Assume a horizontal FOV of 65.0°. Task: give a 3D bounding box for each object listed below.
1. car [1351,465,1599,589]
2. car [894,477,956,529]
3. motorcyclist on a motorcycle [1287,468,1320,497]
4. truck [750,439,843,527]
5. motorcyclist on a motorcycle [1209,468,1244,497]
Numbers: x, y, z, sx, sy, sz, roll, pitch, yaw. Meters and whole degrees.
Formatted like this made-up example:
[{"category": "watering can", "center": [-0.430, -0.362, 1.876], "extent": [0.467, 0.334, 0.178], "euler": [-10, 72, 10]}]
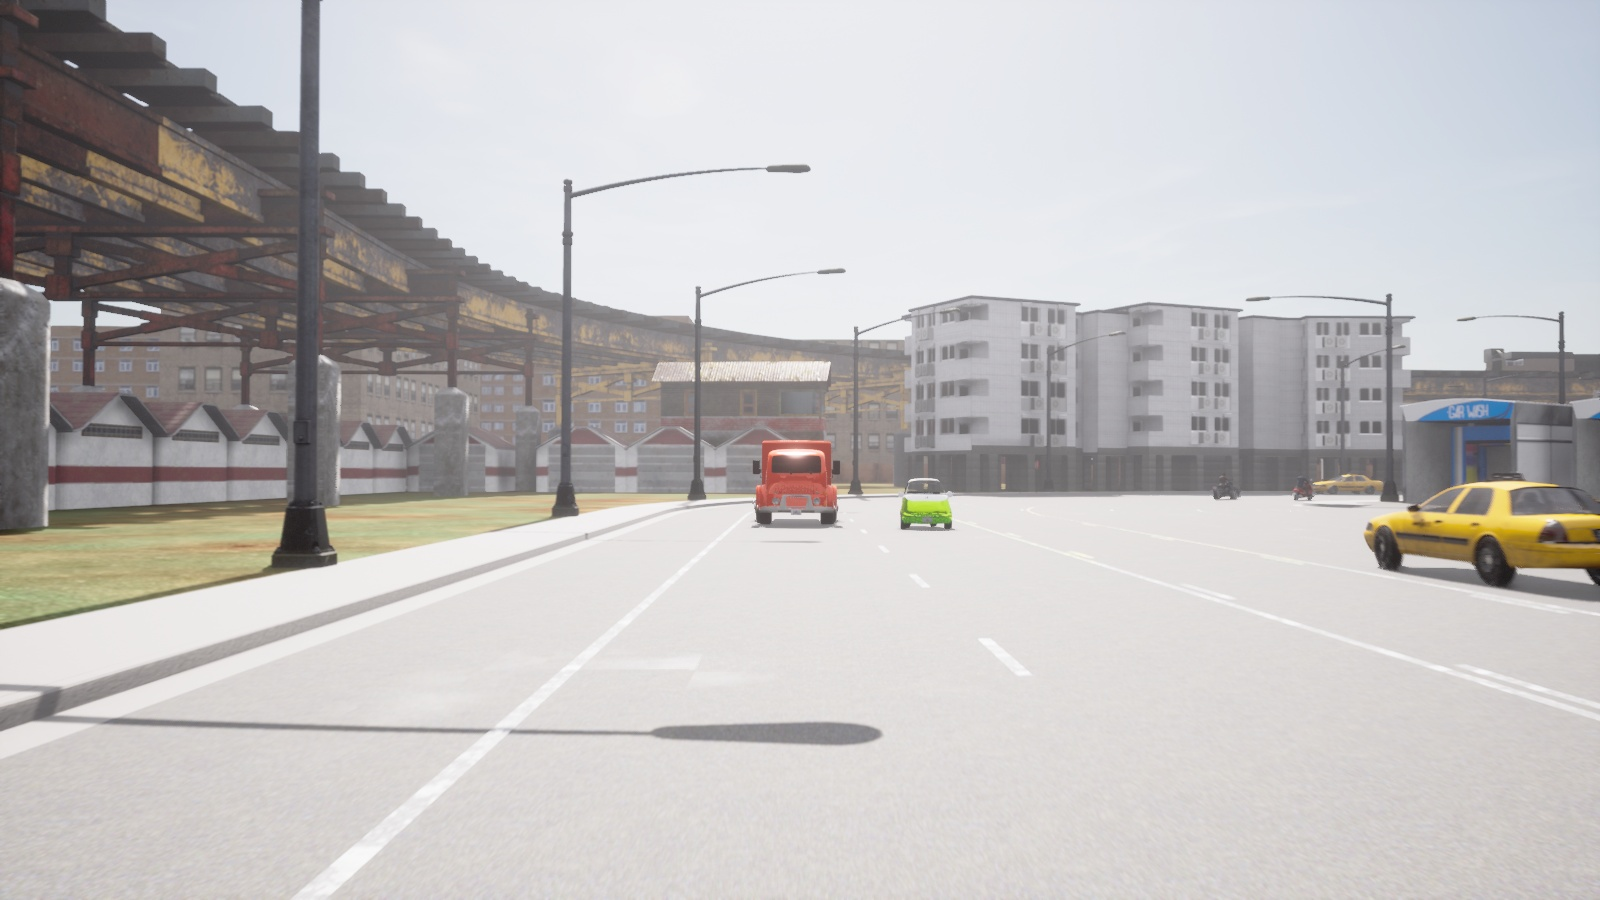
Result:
[{"category": "car", "center": [10.363, 1.025, 18.691], "extent": [1.801, 1.575, 5.366], "euler": [0, -1, -2]}, {"category": "car", "center": [3.414, 1.435, 34.599], "extent": [1.481, 1.376, 2.207], "euler": [0, -1, 0]}, {"category": "motorcyclist on a motorcycle", "center": [28.552, 1.846, 71.180], "extent": [1.817, 1.590, 0.866], "euler": [0, -1, -34]}, {"category": "truck", "center": [-0.101, 0.965, 37.999], "extent": [2.627, 2.467, 5.204], "euler": [0, -1, 0]}, {"category": "motorcyclist on a motorcycle", "center": [24.733, 1.886, 72.818], "extent": [2.350, 1.649, 0.766], "euler": [1, -1, -38]}]
